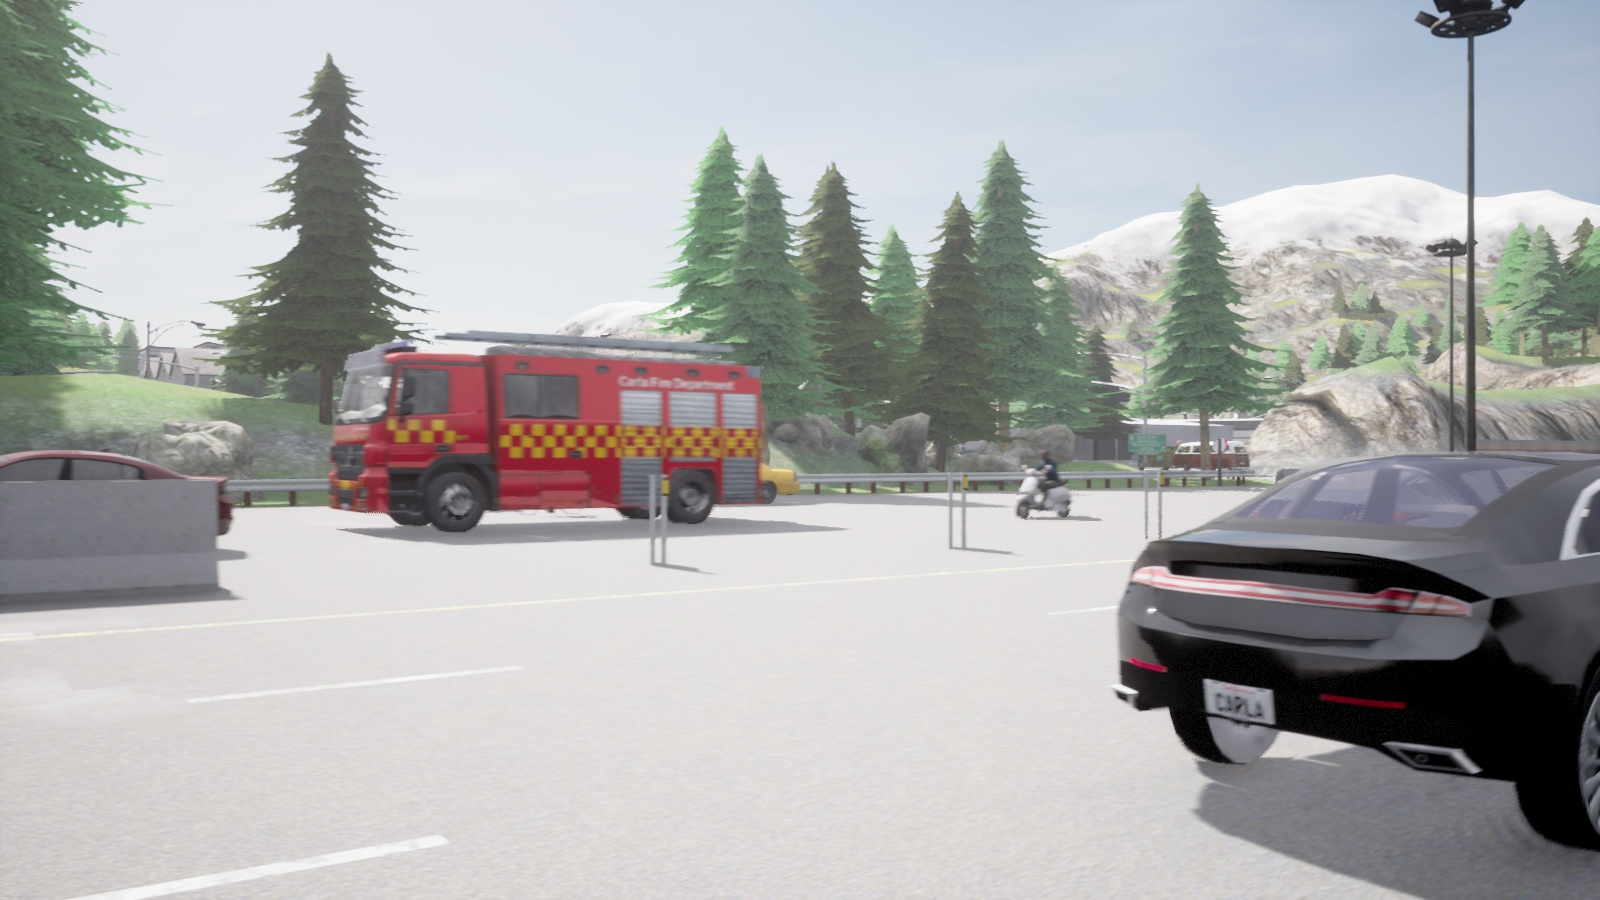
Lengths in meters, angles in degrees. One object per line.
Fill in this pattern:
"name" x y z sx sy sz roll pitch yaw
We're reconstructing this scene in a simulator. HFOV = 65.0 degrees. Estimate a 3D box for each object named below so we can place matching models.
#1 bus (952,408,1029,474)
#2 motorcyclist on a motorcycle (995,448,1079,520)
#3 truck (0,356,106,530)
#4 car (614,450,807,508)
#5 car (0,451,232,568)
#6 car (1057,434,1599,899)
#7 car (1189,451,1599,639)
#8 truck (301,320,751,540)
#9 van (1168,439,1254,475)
"bus" 13.309 -0.554 86.758 3.944 4.253 10.273 2 0 15
"motorcyclist on a motorcycle" 5.423 0.757 28.753 1.817 1.590 0.866 0 0 -35
"truck" -18.455 -0.137 24.930 7.936 3.462 2.891 0 0 -35
"car" -2.505 0.778 36.029 5.366 1.575 1.801 0 0 -35
"car" -10.794 0.788 17.468 5.008 1.535 1.882 0 0 -35
"car" 3.797 0.708 6.310 4.902 1.511 2.128 0 0 -35
"car" 6.231 0.761 12.259 4.792 1.488 2.163 0 0 -35
"truck" -5.350 -0.346 25.525 8.468 3.827 2.891 0 0 -35
"van" 24.260 0.403 74.302 2.069 2.038 4.480 0 0 -35
